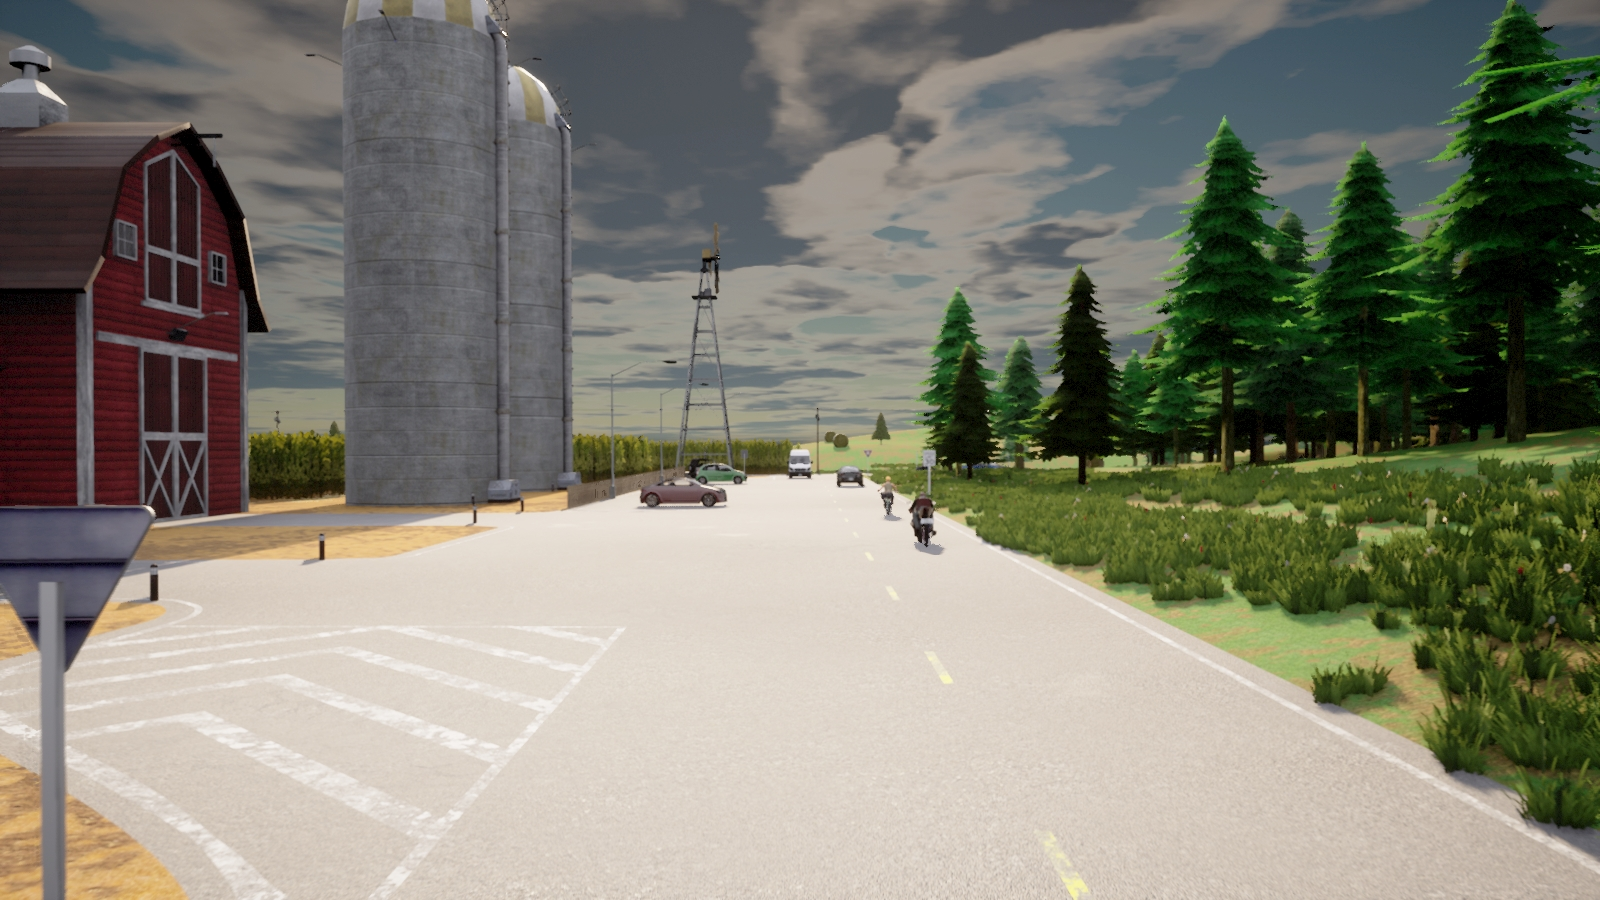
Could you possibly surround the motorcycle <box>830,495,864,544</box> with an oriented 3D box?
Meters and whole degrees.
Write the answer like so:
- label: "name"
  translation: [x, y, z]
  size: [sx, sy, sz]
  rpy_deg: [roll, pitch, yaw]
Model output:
- label: "motorcycle"
  translation: [1.318, 1.965, 32.627]
  size: [0.867, 1.251, 2.209]
  rpy_deg: [0, 0, 0]
